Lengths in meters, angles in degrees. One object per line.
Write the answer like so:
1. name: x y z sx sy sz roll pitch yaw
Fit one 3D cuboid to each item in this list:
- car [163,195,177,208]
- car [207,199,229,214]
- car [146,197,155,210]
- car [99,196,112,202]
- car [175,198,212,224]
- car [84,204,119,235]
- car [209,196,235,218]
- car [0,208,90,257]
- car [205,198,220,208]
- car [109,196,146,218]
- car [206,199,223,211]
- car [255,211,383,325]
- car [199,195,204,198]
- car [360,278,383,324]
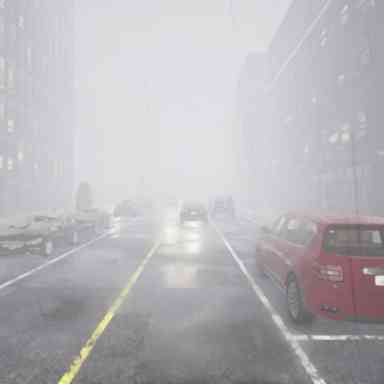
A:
1. car: -3.028 1.478 47.901 2.033 1.411 5.357 0 0 1
2. car: 2.683 1.516 35.274 1.947 1.339 4.313 1 0 0
3. car: -5.660 1.382 40.971 1.967 1.590 4.097 1 0 0
4. car: -18.680 1.611 74.978 4.313 1.339 1.947 0 0 0
5. car: 0.109 1.469 24.764 2.163 1.488 4.792 0 0 0
6. car: -5.671 1.526 18.346 2.008 1.369 4.403 1 0 0
7. car: 2.684 1.273 29.617 2.192 1.841 5.009 1 0 0
8. car: -5.673 1.533 12.689 2.008 1.369 4.403 1 0 0
9. car: 2.857 1.515 46.587 1.802 1.307 4.206 1 0 0
10. car: -5.665 1.399 29.658 1.967 1.590 4.097 1 0 0
11. car: 2.685 1.523 40.931 1.802 1.307 4.206 1 0 0
12. car: 2.675 1.305 6.992 2.192 1.841 5.009 1 0 0
13. car: 0.117 1.488 41.278 2.033 1.411 5.357 0 0 0
14. car: 2.669 1.580 1.336 1.802 1.307 4.206 1 0 0
